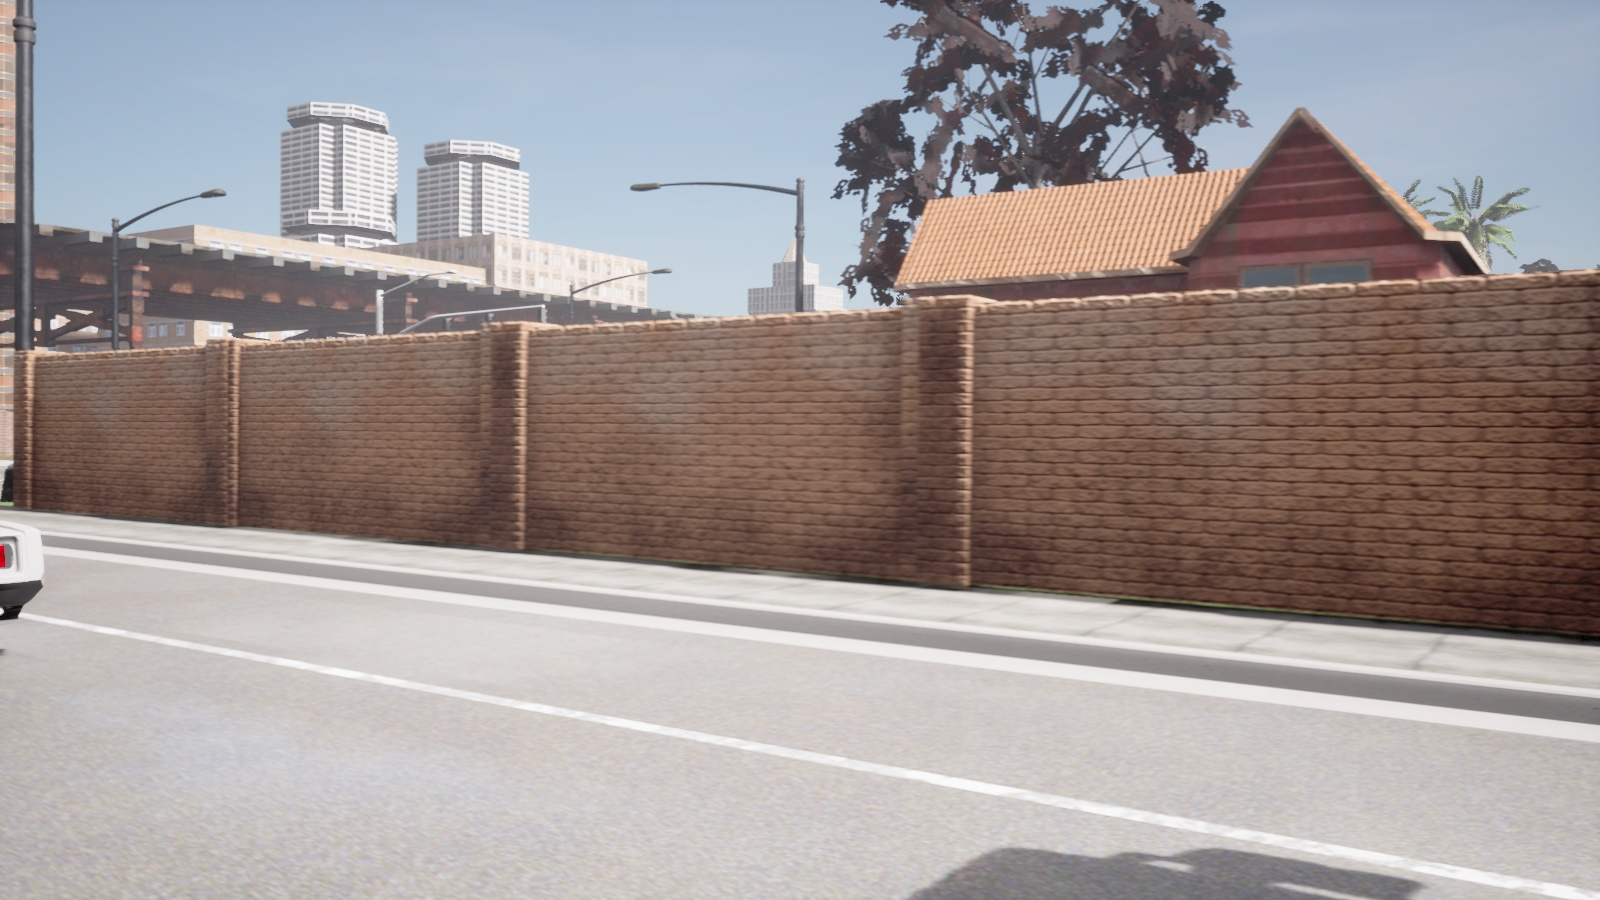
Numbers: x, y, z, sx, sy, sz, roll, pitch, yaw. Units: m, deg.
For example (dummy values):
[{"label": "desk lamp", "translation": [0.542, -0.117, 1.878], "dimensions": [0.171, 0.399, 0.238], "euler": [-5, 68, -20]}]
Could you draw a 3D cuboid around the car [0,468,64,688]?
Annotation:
[{"label": "car", "translation": [-7.077, 0.782, 8.327], "dimensions": [4.718, 1.301, 1.895], "euler": [0, 1, 34]}]
